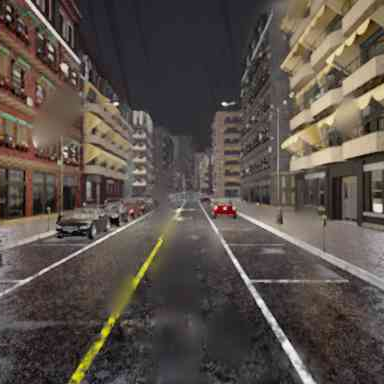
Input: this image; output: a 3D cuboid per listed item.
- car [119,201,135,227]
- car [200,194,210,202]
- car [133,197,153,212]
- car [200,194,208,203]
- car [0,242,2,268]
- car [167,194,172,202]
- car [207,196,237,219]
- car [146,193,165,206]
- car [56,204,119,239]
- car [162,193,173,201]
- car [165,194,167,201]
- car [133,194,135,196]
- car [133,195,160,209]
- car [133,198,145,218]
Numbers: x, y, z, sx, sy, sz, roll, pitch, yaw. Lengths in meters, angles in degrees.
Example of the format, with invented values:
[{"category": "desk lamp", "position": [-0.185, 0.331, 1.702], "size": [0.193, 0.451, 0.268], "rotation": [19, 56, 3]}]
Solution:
[{"category": "car", "position": [-5.313, 1.469, 22.226], "size": [1.947, 1.339, 4.313], "rotation": [1, 0, 0]}, {"category": "car", "position": [2.555, 1.144, 66.641], "size": [1.967, 1.590, 4.097], "rotation": [1, 0, 0]}, {"category": "car", "position": [-5.317, 1.436, 33.324], "size": [1.802, 1.307, 4.206], "rotation": [1, 0, 0]}, {"category": "car", "position": [2.555, 1.311, 61.093], "size": [1.802, 1.307, 4.206], "rotation": [1, 0, 0]}, {"category": "car", "position": [-5.305, 1.290, 5.578], "size": [2.192, 1.841, 5.009], "rotation": [1, 0, 0]}, {"category": "car", "position": [-5.332, 1.286, 66.617], "size": [1.802, 1.307, 4.206], "rotation": [1, 0, 0]}, {"category": "car", "position": [2.567, 1.319, 27.798], "size": [1.967, 1.590, 4.097], "rotation": [1, 0, 0]}, {"category": "car", "position": [-5.317, 1.120, 44.420], "size": [2.192, 1.841, 5.009], "rotation": [1, 0, 0]}, {"category": "car", "position": [-5.311, 1.478, 16.677], "size": [2.008, 1.369, 4.403], "rotation": [1, 0, 0]}, {"category": "car", "position": [-5.336, 1.119, 72.165], "size": [1.967, 1.590, 4.097], "rotation": [1, 0, 0]}, {"category": "car", "position": [-5.322, 1.345, 49.970], "size": [1.947, 1.339, 4.313], "rotation": [1, 0, 0]}, {"category": "car", "position": [-17.652, 1.172, 91.549], "size": [4.313, 1.339, 1.947], "rotation": [0, -1, 0]}, {"category": "car", "position": [-5.318, 1.380, 38.873], "size": [2.008, 1.369, 4.403], "rotation": [1, 0, 0]}, {"category": "car", "position": [-5.315, 1.461, 27.774], "size": [1.802, 1.307, 4.206], "rotation": [1, 0, 0]}]
